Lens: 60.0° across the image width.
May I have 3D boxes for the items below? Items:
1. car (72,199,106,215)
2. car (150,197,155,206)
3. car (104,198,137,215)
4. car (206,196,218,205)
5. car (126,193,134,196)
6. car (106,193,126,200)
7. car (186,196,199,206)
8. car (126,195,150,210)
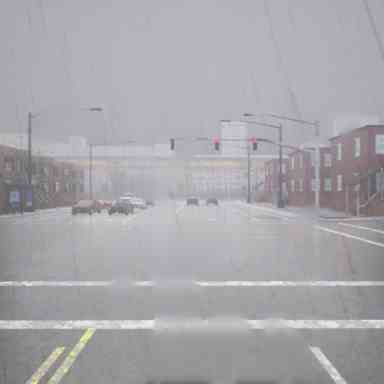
[{"bbox_3d":[-10.611,1.478,33.853,1.882,1.535,5.008,0,0,0],"label":"car"},{"bbox_3d":[-7.098,1.547,53.942,2.033,1.411,5.357,0,0,1],"label":"car"},{"bbox_3d":[-7.109,1.601,33.628,1.895,1.301,4.718,0,0,0],"label":"car"},{"bbox_3d":[3.477,1.505,58.450,1.837,1.490,4.892,0,0,0],"label":"car"},{"bbox_3d":[-10.604,1.220,54.575,2.150,2.045,5.566,0,0,-1],"label":"car"},{"bbox_3d":[-10.609,1.352,44.019,2.097,1.767,4.553,0,0,0],"label":"car"},{"bbox_3d":[0.081,1.477,56.335,1.882,1.535,5.008,0,0,0],"label":"car"},{"bbox_3d":[-7.104,1.526,43.626,1.812,1.442,4.674,0,0,0],"label":"car"}]
